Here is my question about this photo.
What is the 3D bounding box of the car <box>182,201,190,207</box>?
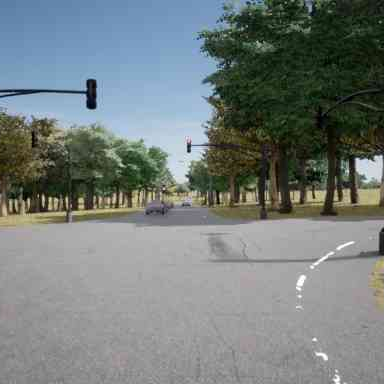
[{"bbox_3d":[-1.474,2.898,80.621,1.994,1.385,4.181,0,-2,-1],"label":"car"}]

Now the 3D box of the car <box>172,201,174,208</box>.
[{"bbox_3d":[-4.554,2.272,58.215,2.033,1.411,5.357,0,-1,-1],"label":"car"}]

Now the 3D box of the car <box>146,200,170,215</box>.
[{"bbox_3d":[-4.172,1.738,39.408,2.097,1.767,4.553,0,-1,0],"label":"car"}]

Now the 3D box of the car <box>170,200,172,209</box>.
[{"bbox_3d":[-4.336,2.143,48.410,1.895,1.301,4.718,0,-1,-1],"label":"car"}]

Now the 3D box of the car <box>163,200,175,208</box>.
[{"bbox_3d":[-4.707,2.455,68.225,2.128,1.511,4.902,0,-2,-1],"label":"car"}]
